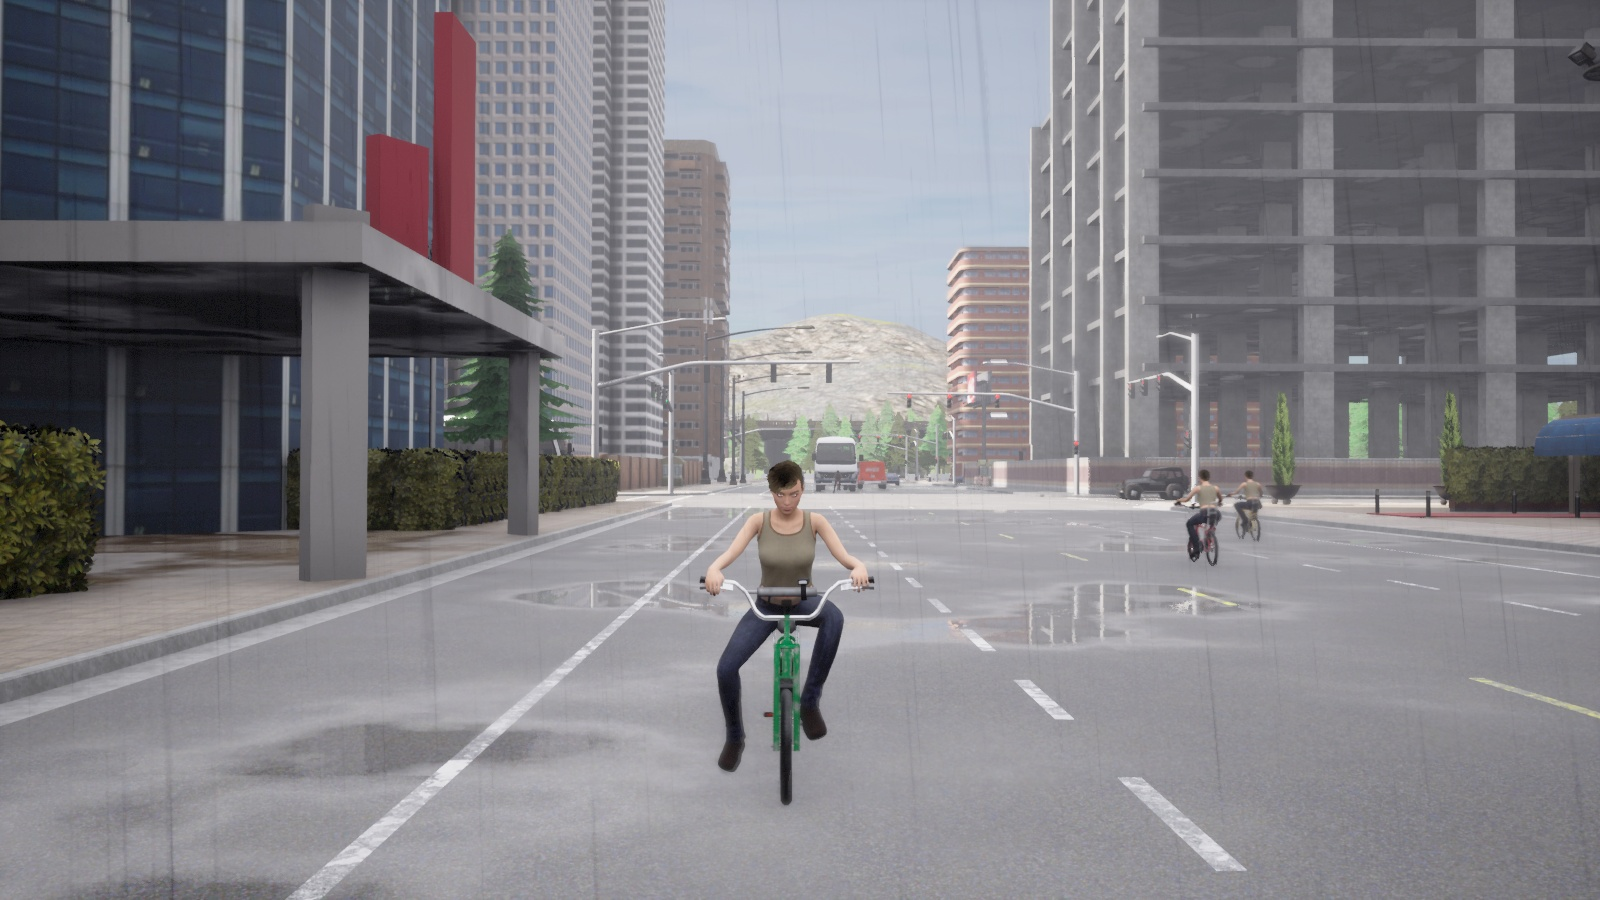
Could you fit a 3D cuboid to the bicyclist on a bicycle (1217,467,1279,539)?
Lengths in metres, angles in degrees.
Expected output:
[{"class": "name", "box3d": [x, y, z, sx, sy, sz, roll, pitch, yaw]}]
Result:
[{"class": "bicyclist on a bicycle", "box3d": [10.275, 1.193, 28.856, 0.866, 1.612, 1.509, 0, -1, 0]}]

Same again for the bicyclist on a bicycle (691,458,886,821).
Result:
[{"class": "bicyclist on a bicycle", "box3d": [-0.061, 0.858, 6.372, 0.866, 1.612, 1.509, 0, -1, -1]}]

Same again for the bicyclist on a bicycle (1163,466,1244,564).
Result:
[{"class": "bicyclist on a bicycle", "box3d": [6.839, 1.082, 21.383, 0.866, 1.612, 1.509, 0, -1, -1]}]

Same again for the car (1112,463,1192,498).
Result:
[{"class": "car", "box3d": [19.478, 1.697, 69.550, 3.866, 1.878, 1.905, 0, -1, 0]}]

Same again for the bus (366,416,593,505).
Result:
[{"class": "bus", "box3d": [-15.772, 0.549, 62.540, 10.273, 4.253, 3.944, 0, -1, 0]}]
